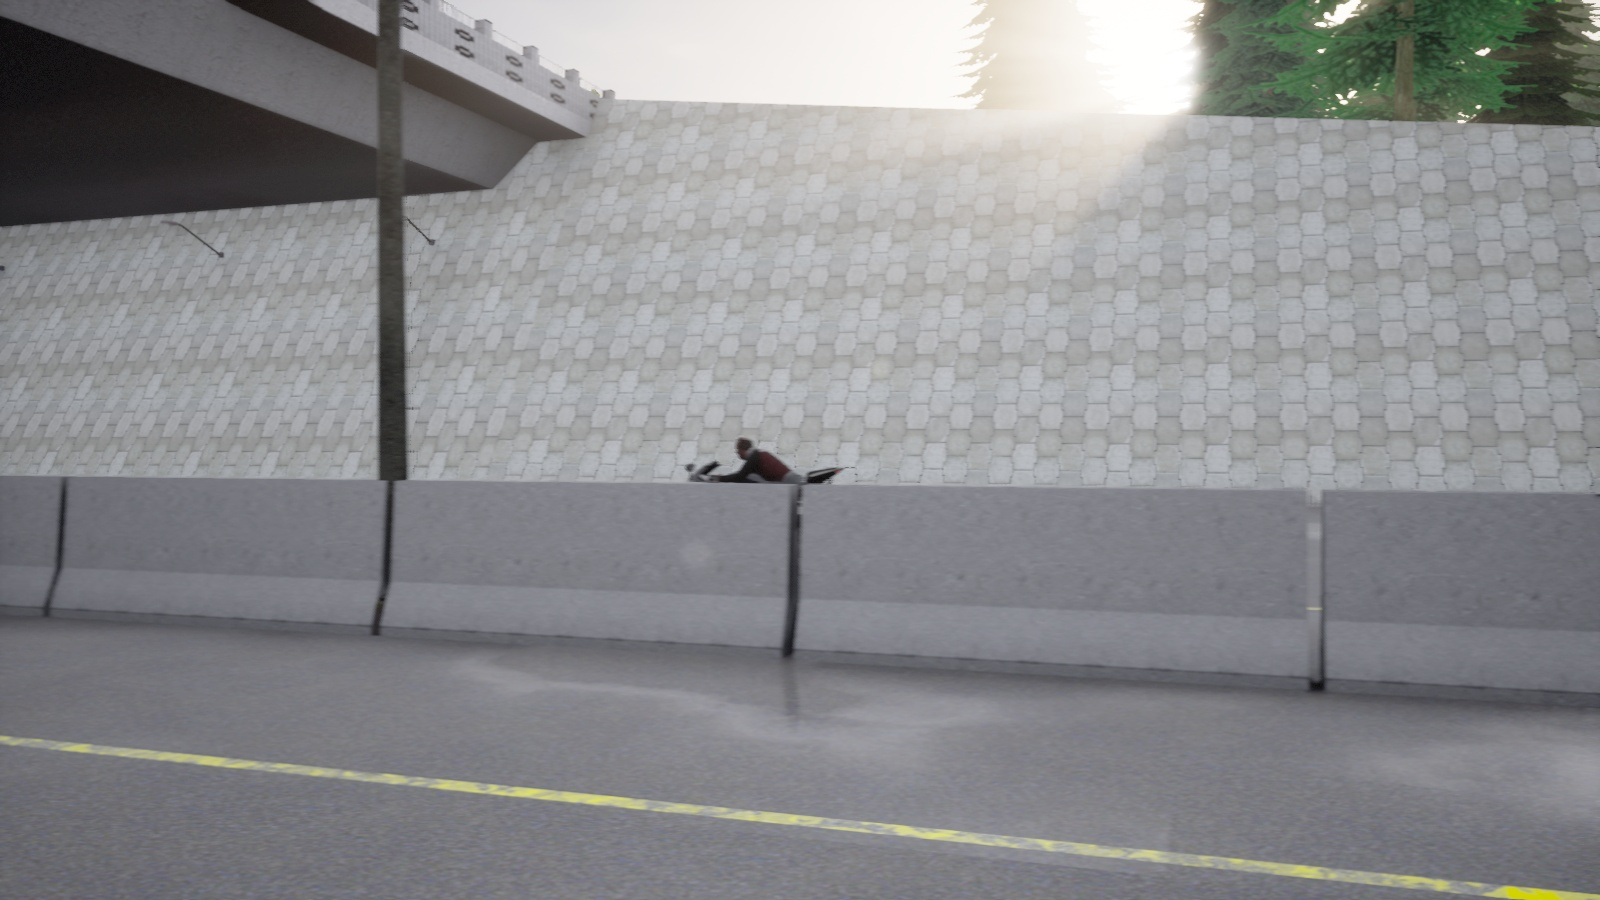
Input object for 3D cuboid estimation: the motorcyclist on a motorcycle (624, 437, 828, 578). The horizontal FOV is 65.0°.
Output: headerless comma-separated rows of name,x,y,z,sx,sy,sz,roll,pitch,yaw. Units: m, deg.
motorcyclist on a motorcycle,-0.857,0.625,14.559,2.191,1.530,0.866,1,1,19
